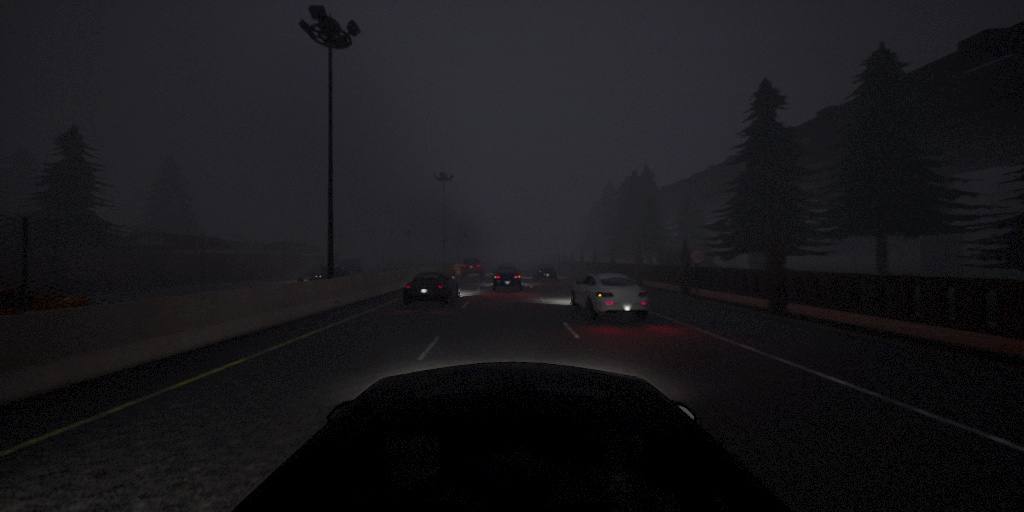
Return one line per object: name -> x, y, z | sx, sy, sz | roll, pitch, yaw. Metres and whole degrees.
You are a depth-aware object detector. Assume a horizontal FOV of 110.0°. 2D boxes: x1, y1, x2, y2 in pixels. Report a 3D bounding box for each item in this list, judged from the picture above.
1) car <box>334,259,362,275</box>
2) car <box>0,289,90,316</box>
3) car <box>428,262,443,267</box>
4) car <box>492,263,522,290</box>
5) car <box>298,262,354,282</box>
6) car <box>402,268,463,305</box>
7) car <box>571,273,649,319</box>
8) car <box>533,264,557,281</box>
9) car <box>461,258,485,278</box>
car -> -18.311, 1.290, 39.120 | 2.150, 2.045, 5.566 | 0, -1, -1
car -> -10.658, 1.308, 6.175 | 1.882, 1.535, 5.008 | 0, 0, -1
car -> -11.573, 1.635, 54.931 | 2.128, 1.511, 4.902 | 0, 0, -1
car -> -0.316, 1.408, 23.484 | 1.812, 1.442, 4.674 | 0, 0, -1
car -> -14.603, 1.471, 27.869 | 2.128, 1.511, 4.902 | 0, 0, -1
car -> -3.684, 1.423, 16.821 | 1.994, 1.385, 4.181 | 0, 0, -1
car -> 3.393, 1.326, 12.994 | 1.812, 1.442, 4.674 | 0, 0, -1
car -> 2.992, 1.447, 32.840 | 1.812, 1.442, 4.674 | 0, 0, -1
car -> -4.127, 1.211, 38.391 | 2.150, 2.045, 5.566 | 0, 0, -1
